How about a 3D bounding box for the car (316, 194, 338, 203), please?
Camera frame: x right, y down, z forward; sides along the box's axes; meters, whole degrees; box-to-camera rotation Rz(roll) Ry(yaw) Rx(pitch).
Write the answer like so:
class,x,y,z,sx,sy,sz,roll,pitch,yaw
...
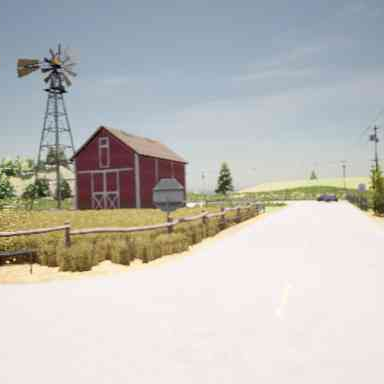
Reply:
class,x,y,z,sx,sy,sz,roll,pitch,yaw
car,21.364,0.932,52.689,1.994,1.385,4.181,-2,0,-2
